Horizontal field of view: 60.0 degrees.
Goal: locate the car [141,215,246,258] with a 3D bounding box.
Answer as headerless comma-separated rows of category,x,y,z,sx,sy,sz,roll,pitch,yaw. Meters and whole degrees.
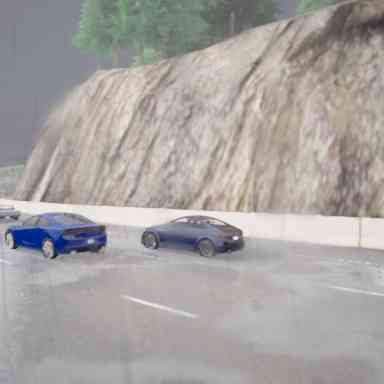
car,-0.031,1.594,12.964,4.181,1.385,1.994,0,0,38

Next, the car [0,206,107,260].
car,-5.305,1.505,12.733,5.008,1.535,1.882,0,0,39

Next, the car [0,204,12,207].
car,-15.674,1.657,27.082,1.895,1.301,4.718,0,0,-44
